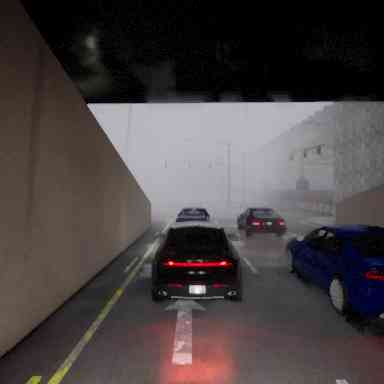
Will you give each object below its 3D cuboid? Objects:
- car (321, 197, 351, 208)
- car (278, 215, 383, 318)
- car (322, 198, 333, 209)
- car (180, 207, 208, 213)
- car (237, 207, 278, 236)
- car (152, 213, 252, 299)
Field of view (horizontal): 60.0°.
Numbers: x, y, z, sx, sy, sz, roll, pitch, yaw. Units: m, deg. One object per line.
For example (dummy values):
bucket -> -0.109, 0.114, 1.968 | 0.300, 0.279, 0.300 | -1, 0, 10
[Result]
car -> 17.648, 1.255, 40.711 | 4.536, 1.218, 1.853 | 0, 0, -45
car -> 3.601, 1.470, 7.514 | 1.882, 1.535, 5.008 | 0, 0, 0
car -> 17.611, 1.412, 40.674 | 4.974, 1.542, 2.038 | 0, 0, -45
car -> 0.099, 1.529, 18.126 | 2.033, 1.411, 5.357 | 0, 0, 3
car -> 3.632, 1.529, 18.114 | 2.033, 1.411, 5.357 | 0, 0, 0
car -> 0.105, 1.496, 8.380 | 1.837, 1.490, 4.892 | 0, 0, 0
